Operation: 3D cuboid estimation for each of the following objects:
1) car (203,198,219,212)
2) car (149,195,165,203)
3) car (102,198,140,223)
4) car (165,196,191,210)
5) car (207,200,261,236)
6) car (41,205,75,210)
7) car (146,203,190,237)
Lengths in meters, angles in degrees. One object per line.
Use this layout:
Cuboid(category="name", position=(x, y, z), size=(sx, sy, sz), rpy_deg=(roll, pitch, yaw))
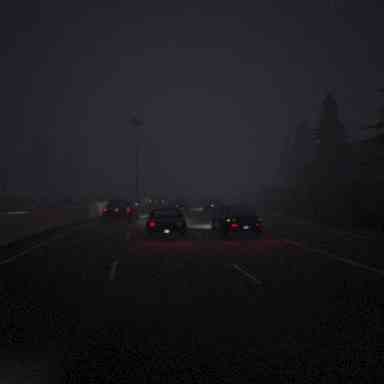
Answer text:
Cuboid(category="car", position=(2.183, 1.314, 34.656), size=(1.994, 1.385, 4.181), rpy_deg=(-1, 0, 5))
Cuboid(category="car", position=(-3.998, 1.147, 42.081), size=(2.097, 1.767, 4.553), rpy_deg=(-1, 0, 7))
Cuboid(category="car", position=(-5.219, 1.269, 25.010), size=(2.097, 1.767, 4.553), rpy_deg=(-1, 0, -1))
Cuboid(category="car", position=(-1.262, 1.274, 35.360), size=(1.882, 1.535, 5.008), rpy_deg=(-1, 0, 5))
Cuboid(category="car", position=(2.188, 1.382, 17.245), size=(1.812, 1.442, 4.674), rpy_deg=(-1, 0, -6))
Cuboid(category="car", position=(-15.258, 1.531, 38.519), size=(2.033, 1.411, 5.357), rpy_deg=(-1, 0, 6))
Cuboid(category="car", position=(-1.388, 1.508, 17.544), size=(1.895, 1.301, 4.718), rpy_deg=(-1, 0, -5))
